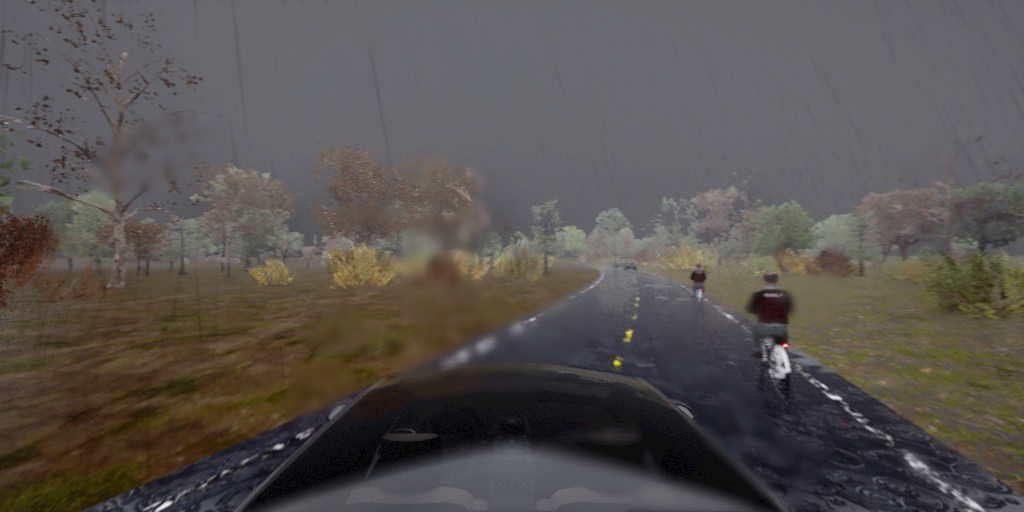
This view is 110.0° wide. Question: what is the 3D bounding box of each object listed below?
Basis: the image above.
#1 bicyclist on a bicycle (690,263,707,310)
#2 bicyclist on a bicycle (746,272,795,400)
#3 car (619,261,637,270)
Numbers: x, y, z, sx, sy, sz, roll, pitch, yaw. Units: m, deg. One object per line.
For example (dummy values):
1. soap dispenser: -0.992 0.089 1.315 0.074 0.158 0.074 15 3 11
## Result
1. bicyclist on a bicycle: 7.252 1.166 13.980 0.659 1.776 1.843 -1 0 21
2. bicyclist on a bicycle: 3.945 1.120 5.531 0.659 1.776 1.843 -1 0 22
3. car: 19.148 1.570 58.547 1.837 1.490 4.892 -1 0 11
